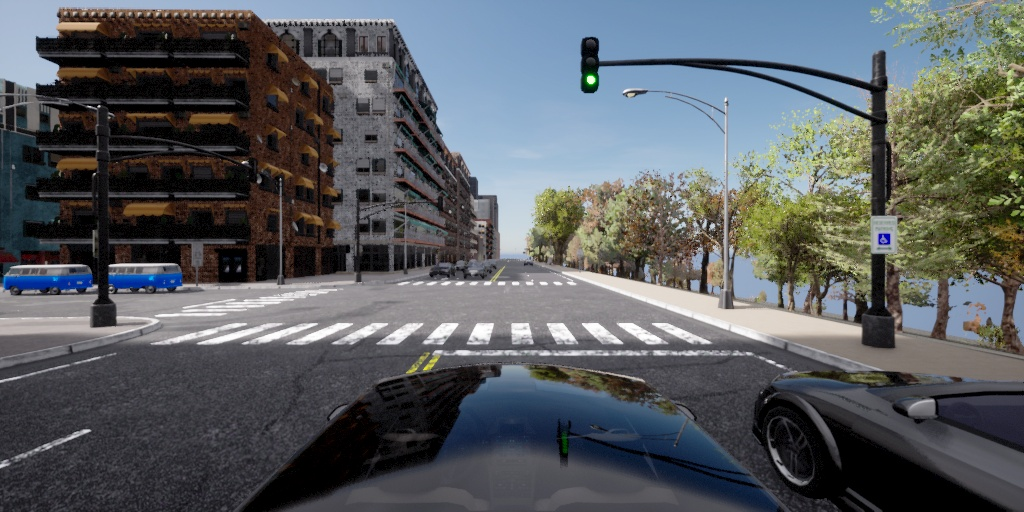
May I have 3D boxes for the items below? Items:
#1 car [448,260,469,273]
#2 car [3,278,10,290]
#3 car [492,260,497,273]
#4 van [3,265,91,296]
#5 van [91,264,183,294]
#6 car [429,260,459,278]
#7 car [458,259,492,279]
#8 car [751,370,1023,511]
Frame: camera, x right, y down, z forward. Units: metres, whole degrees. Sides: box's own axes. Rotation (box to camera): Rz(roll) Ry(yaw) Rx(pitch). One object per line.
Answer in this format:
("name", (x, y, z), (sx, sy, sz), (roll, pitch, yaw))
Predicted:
("car", (-6.536, 1.286, 44.337), (1.837, 1.490, 4.892), (0, 0, 0))
("car", (-22.616, 1.631, 13.652), (4.207, 1.307, 1.802), (0, 0, -1))
("car", (-3.291, 1.271, 42.379), (2.128, 1.511, 4.902), (0, 0, 0))
("van", (-28.292, 1.436, 21.930), (3.998, 1.789, 1.690), (0, 0, -1))
("van", (-22.690, 1.362, 21.999), (3.998, 1.789, 1.690), (0, 0, -1))
("car", (-6.552, 1.319, 34.592), (2.033, 1.411, 5.357), (0, 0, 0))
("car", (-3.305, 1.262, 33.101), (2.128, 1.511, 4.902), (0, 0, 0))
("car", (3.349, 1.314, 1.812), (1.994, 1.385, 4.181), (0, 0, 0))
